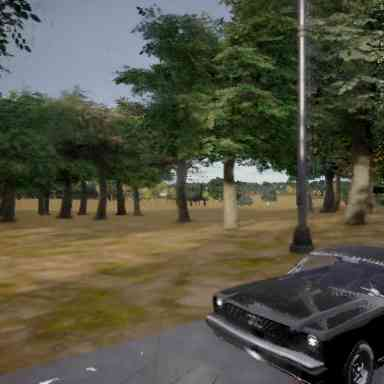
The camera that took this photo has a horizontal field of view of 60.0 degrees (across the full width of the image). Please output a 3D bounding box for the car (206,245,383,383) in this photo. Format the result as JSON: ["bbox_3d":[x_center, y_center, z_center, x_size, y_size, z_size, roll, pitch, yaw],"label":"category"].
[{"bbox_3d":[2.537,1.596,5.185,4.718,1.301,1.895,0,0,-35],"label":"car"}]
